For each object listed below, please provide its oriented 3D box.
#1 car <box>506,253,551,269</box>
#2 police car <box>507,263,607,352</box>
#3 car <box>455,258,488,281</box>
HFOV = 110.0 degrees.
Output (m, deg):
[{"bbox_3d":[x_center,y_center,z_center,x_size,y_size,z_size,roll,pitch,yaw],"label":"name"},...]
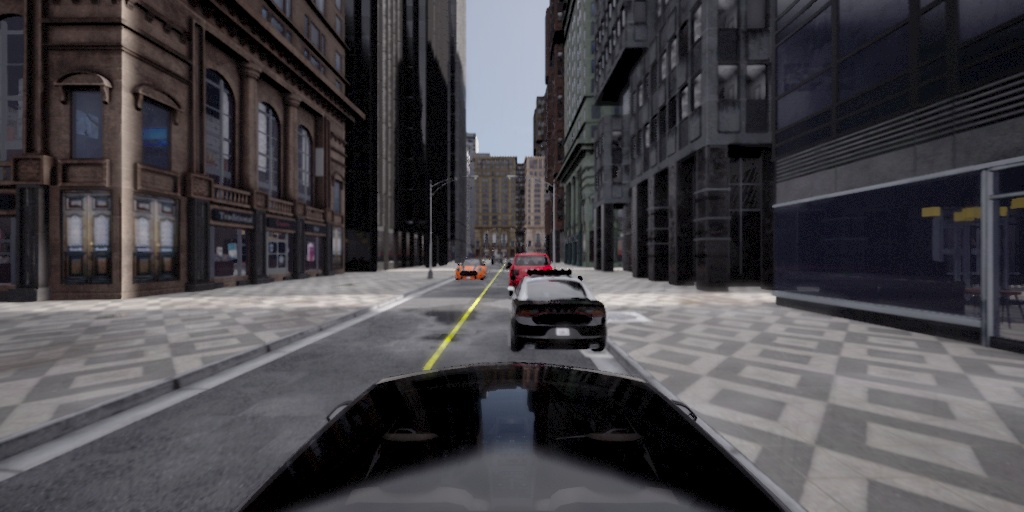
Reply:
[{"bbox_3d":[0.929,0.872,18.875,2.150,2.045,5.566,0,0,0],"label":"car"},{"bbox_3d":[0.911,1.131,8.955,1.930,1.638,5.238,0,0,0],"label":"police car"},{"bbox_3d":[-3.054,0.953,27.555,2.097,1.767,4.553,0,0,0],"label":"car"}]
